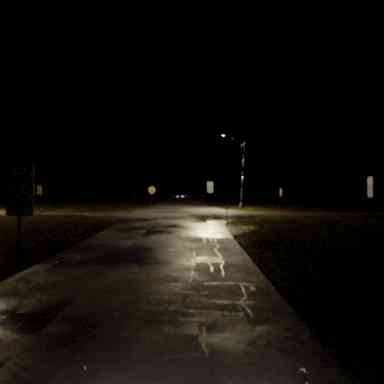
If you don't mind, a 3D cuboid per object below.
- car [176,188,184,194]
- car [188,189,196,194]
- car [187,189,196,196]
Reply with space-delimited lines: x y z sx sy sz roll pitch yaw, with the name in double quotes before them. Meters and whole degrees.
"car" -2.778 -0.301 79.967 2.033 1.411 5.357 0 1 0
"car" -0.030 -0.129 85.799 1.994 1.385 4.181 0 1 0
"car" -0.027 0.188 75.749 1.994 1.385 4.181 0 1 0
